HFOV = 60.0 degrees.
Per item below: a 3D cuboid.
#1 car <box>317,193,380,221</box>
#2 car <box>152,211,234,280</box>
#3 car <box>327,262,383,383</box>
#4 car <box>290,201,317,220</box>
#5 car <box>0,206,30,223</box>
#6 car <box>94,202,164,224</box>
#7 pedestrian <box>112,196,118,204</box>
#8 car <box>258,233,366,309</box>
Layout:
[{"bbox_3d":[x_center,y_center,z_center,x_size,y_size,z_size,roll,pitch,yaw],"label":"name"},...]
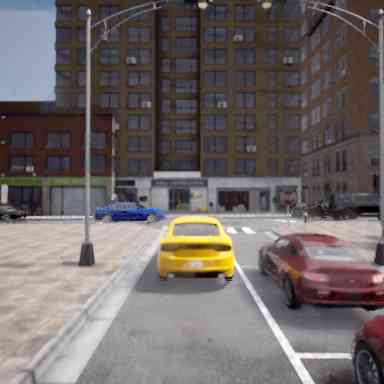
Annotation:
[{"bbox_3d":[12.347,1.067,23.806,5.566,2.045,2.150,-1,-1,1],"label":"car"},{"bbox_3d":[0.096,1.475,9.969,1.882,1.535,5.008,0,0,0],"label":"car"},{"bbox_3d":[2.650,1.581,2.100,1.802,1.307,4.206,1,0,0],"label":"car"},{"bbox_3d":[10.283,1.442,26.639,4.674,1.442,1.812,-1,-1,0],"label":"car"},{"bbox_3d":[-15.832,1.786,26.729,4.718,1.301,1.895,-1,-1,0],"label":"car"},{"bbox_3d":[-4.384,1.479,23.743,5.008,1.535,1.882,-1,-1,0],"label":"car"},{"bbox_3d":[-6.836,1.276,29.616,0.375,1.860,0.375,0,0,0],"label":"pedestrian"},{"bbox_3d":[2.648,1.580,7.539,1.802,1.307,4.206,1,0,0],"label":"car"}]
